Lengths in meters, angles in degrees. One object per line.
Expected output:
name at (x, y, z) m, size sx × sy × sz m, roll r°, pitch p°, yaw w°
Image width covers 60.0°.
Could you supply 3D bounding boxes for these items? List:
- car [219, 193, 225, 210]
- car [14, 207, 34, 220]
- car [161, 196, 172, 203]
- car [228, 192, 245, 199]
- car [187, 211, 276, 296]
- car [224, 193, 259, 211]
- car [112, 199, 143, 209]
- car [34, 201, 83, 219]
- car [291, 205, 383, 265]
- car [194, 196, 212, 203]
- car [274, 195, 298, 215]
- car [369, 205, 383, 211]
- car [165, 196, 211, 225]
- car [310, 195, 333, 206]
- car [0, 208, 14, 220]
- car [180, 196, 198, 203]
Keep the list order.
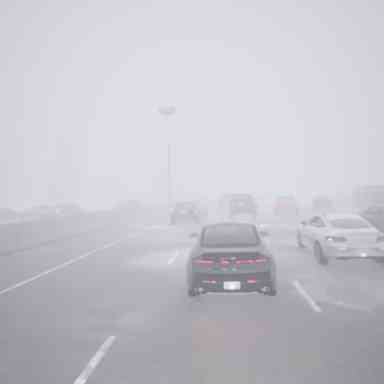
car at (4.942, 1.120, 42.227) m, size 2.150 × 2.045 × 5.566 m, roll -2°, pitch 0°, yaw 19°
car at (-15.740, 2.044, 34.916) m, size 1.882 × 1.535 × 5.008 m, roll -2°, pitch 0°, yaw 15°
car at (-4.829, 1.721, 72.135) m, size 1.882 × 1.535 × 5.008 m, roll -2°, pitch 0°, yaw 27°
car at (10.312, 0.861, 77.199) m, size 1.882 × 1.535 × 5.008 m, roll -2°, pitch 0°, yaw 33°
car at (0.960, 1.485, 8.591) m, size 1.837 × 1.490 × 4.892 m, roll -2°, pitch 0°, yaw 5°
car at (4.549, 1.112, 28.991) m, size 2.150 × 2.045 × 5.566 m, roll -2°, pitch 0°, yaw 14°
car at (-7.404, 1.649, 38.722) m, size 2.097 × 1.767 × 4.553 m, roll -2°, pitch 0°, yaw 18°
car at (-12.722, 1.815, 32.544) m, size 2.097 × 1.767 × 4.553 m, roll -2°, pitch 0°, yaw 14°
car at (4.746, 1.385, 10.992) m, size 1.812 × 1.442 × 4.674 m, roll -2°, pitch 0°, yaw 7°
car at (2.450, 1.590, 70.840) m, size 1.895 × 1.301 × 4.718 m, roll -2°, pitch 0°, yaw 29°
car at (8.795, 1.106, 31.162) m, size 2.097 × 1.767 × 4.553 m, roll -2°, pitch 0°, yaw 15°
car at (8.867, 1.294, 15.153) m, size 1.994 × 1.385 × 4.181 m, roll -2°, pitch 0°, yaw 9°
car at (-0.101, 1.389, 24.551) m, size 2.097 × 1.767 × 4.553 m, roll -2°, pitch 0°, yaw 13°
car at (13.620, 1.079, 35.067) m, size 1.882 × 1.535 × 5.008 m, roll -2°, pitch 0°, yaw 18°
car at (-19.658, 2.294, 33.748) m, size 1.895 × 1.301 × 4.718 m, roll -2°, pitch 0°, yaw 14°
car at (-0.562, 1.689, 72.621) m, size 1.895 × 1.301 × 4.718 m, roll -2°, pitch 0°, yaw 29°
